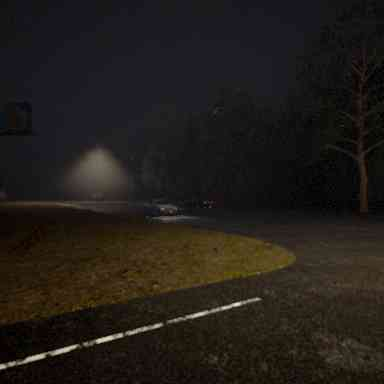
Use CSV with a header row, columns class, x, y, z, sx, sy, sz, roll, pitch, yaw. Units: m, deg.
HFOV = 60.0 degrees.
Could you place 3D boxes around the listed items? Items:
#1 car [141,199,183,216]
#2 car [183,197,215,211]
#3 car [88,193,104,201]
class,x,y,z,sx,sy,sz,roll,pitch,yaw
car,-3.108,1.392,30.779,1.812,1.442,4.674,0,0,-34
car,0.595,1.349,37.779,2.128,1.511,4.902,0,0,-34
car,-19.528,0.981,67.458,2.097,1.767,4.553,0,0,-34
